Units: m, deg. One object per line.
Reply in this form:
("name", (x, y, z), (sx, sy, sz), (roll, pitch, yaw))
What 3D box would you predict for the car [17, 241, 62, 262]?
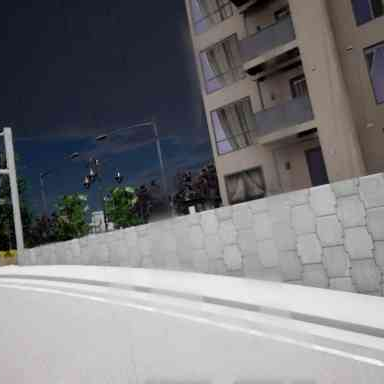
("car", (-14.094, 5.672, 31.604), (2.097, 1.767, 4.553), (-15, -9, 35))
